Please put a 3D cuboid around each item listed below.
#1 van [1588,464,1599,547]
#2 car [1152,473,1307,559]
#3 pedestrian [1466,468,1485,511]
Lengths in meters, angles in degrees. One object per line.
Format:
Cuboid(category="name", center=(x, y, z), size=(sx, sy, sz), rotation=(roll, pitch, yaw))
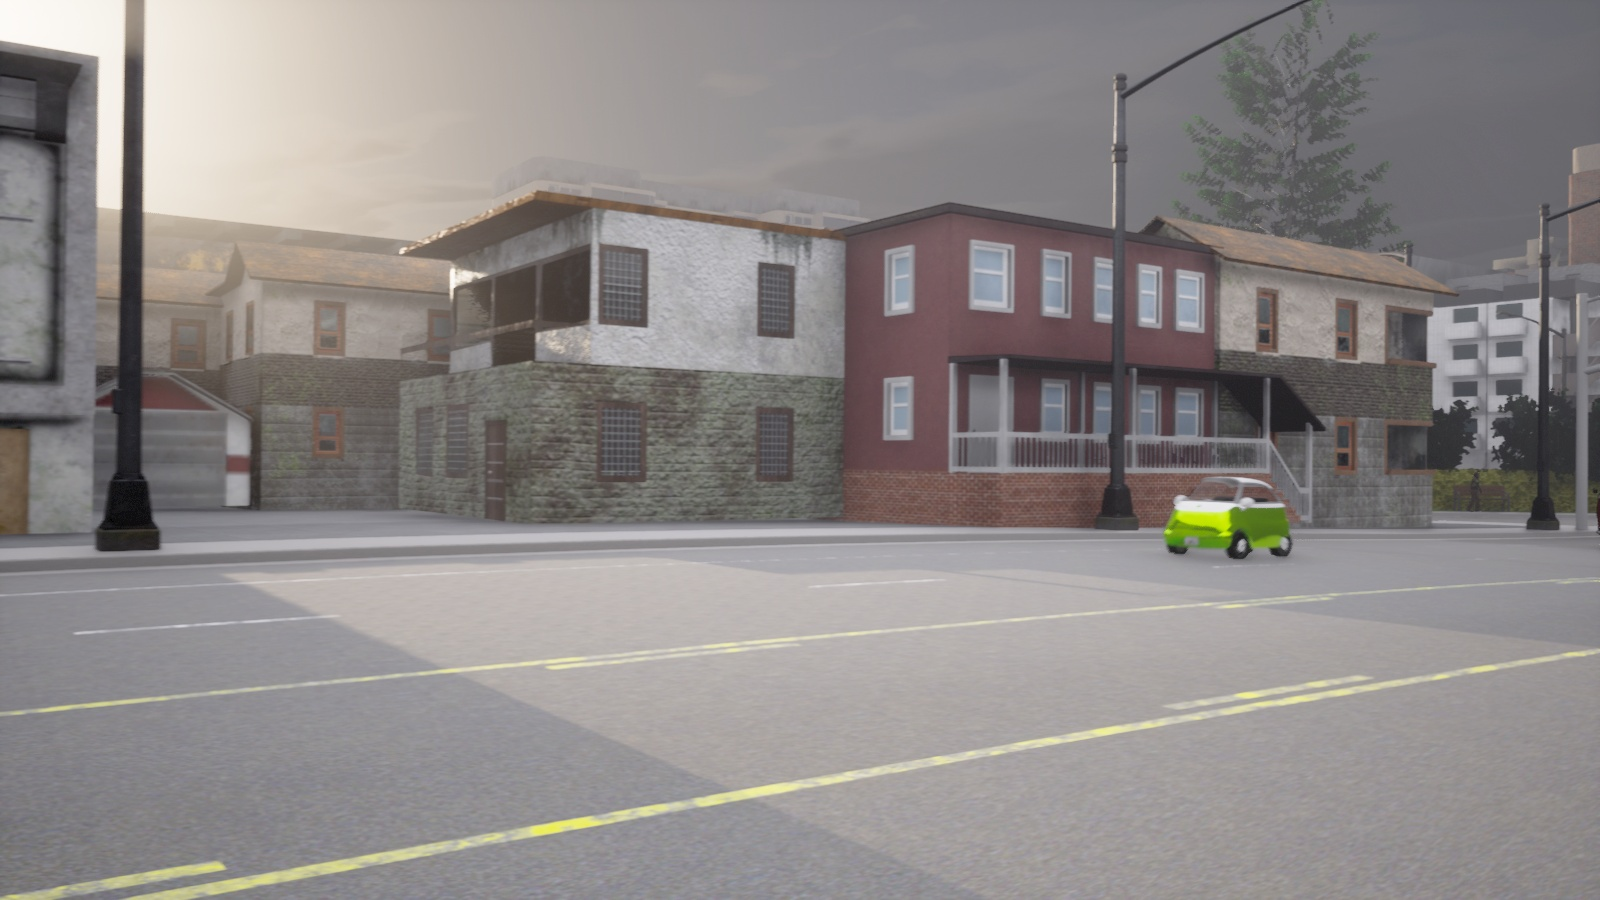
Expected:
Cuboid(category="van", center=(21.248, 1.388, 31.029), size=(4.442, 1.987, 1.775), rotation=(2, -2, -41))
Cuboid(category="car", center=(7.382, 1.110, 21.586), size=(2.207, 1.376, 1.481), rotation=(2, -2, -35))
Cuboid(category="pedestrian", center=(30.729, 1.784, 57.138), size=(0.692, 1.930, 0.395), rotation=(0, 0, 13))
